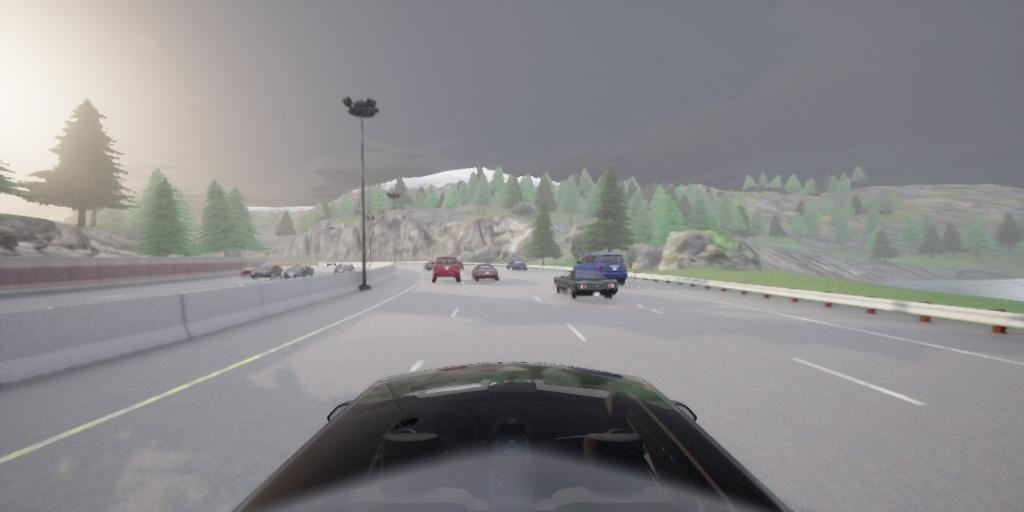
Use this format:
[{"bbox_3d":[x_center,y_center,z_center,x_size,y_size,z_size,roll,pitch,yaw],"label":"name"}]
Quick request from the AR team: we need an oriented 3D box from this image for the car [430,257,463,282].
[{"bbox_3d":[-5.631,1.074,30.545,2.150,2.045,5.566,0,0,-12],"label":"car"}]

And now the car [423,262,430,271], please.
[{"bbox_3d":[-12.206,1.533,54.232,1.994,1.385,4.181,-1,0,-21],"label":"car"}]

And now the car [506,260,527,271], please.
[{"bbox_3d":[0.596,1.283,48.739,1.812,1.442,4.674,0,0,-17],"label":"car"}]

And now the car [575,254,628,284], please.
[{"bbox_3d":[5.891,0.883,24.726,2.150,2.045,5.566,0,0,-9],"label":"car"}]

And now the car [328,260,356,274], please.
[{"bbox_3d":[-19.768,1.580,42.511,2.128,1.511,4.902,-1,0,-16],"label":"car"}]

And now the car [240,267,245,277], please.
[{"bbox_3d":[-31.098,1.627,43.645,2.097,1.767,4.553,-1,0,-18],"label":"car"}]

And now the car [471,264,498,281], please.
[{"bbox_3d":[-2.418,1.364,31.170,1.994,1.385,4.181,-1,0,-11],"label":"car"}]

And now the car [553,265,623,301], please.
[{"bbox_3d":[3.307,1.302,17.166,1.895,1.301,4.718,-1,0,-6],"label":"car"}]

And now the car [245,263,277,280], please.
[{"bbox_3d":[-25.757,1.690,37.918,1.837,1.490,4.892,-1,0,-15],"label":"car"}]

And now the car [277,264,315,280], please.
[{"bbox_3d":[-21.933,1.614,37.084,2.128,1.511,4.902,-1,0,-14],"label":"car"}]
